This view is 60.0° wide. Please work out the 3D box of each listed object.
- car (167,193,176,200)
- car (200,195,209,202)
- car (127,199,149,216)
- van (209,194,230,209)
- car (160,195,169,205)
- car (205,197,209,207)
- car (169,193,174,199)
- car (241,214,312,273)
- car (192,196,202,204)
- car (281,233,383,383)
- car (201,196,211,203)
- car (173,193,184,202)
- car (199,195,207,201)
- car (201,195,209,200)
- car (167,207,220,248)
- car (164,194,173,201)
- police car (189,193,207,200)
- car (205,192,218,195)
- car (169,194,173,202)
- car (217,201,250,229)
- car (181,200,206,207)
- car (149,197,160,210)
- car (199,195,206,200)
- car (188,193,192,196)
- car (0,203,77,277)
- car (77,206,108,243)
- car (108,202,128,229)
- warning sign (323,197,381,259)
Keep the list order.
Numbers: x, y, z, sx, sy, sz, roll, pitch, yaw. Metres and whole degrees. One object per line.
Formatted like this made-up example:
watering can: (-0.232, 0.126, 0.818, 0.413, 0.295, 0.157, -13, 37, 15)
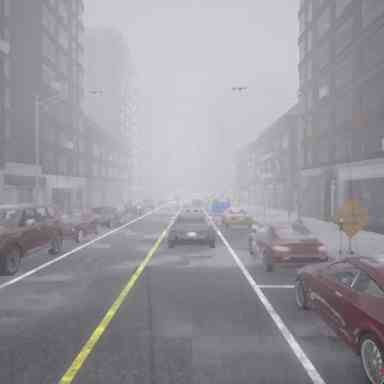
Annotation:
car: (-5.676, 1.302, 93.027, 2.192, 1.841, 5.009, -1, 0, 0)
car: (2.851, 1.522, 76.685, 1.752, 1.417, 4.829, -1, 0, 0)
car: (-5.676, 1.437, 32.441, 1.967, 1.590, 4.097, -1, 0, 0)
van: (2.848, 1.338, 32.465, 1.690, 1.788, 3.998, -1, 0, 0)
car: (-5.674, 1.582, 59.980, 1.802, 1.307, 4.206, -1, 0, 0)
car: (2.851, 1.548, 37.971, 2.008, 1.369, 4.403, -1, 0, 0)
car: (-5.673, 1.579, 76.503, 1.802, 1.307, 4.206, -1, 0, 0)
car: (2.851, 1.580, 10.440, 1.802, 1.307, 4.206, -1, 0, 0)
car: (0.900, 1.479, 63.663, 1.882, 1.535, 5.008, 0, 0, 0)
car: (2.851, 1.580, 4.934, 1.802, 1.307, 4.206, -1, 0, 0)
car: (2.851, 1.564, 71.008, 1.947, 1.339, 4.313, -1, 0, 0)
car: (-3.000, 1.219, 76.713, 2.150, 2.045, 5.566, 0, 0, 0)
car: (2.852, 1.557, 87.527, 1.947, 1.339, 4.313, -1, 0, 0)
car: (2.851, 1.550, 48.983, 2.008, 1.369, 4.403, -1, 0, 0)
car: (0.000, 1.571, 14.651, 1.994, 1.385, 4.181, 0, 0, 0)
car: (-5.675, 1.434, 82.011, 1.967, 1.590, 4.097, -1, 0, 0)
police car: (0.900, 1.425, 53.772, 1.930, 1.638, 5.238, 0, 0, 0)
car: (2.848, 1.315, 54.489, 2.192, 1.841, 5.009, -1, 0, 0)
car: (-5.674, 1.581, 70.995, 1.802, 1.307, 4.206, -1, 0, 0)
car: (2.850, 1.522, 21.623, 1.752, 1.417, 4.829, -1, 0, 0)
car: (0.000, 1.614, 29.682, 1.895, 1.301, 4.718, 0, 0, 0)
car: (-5.675, 1.564, 43.457, 1.947, 1.339, 4.313, -1, 0, 0)
car: (2.852, 1.553, 93.034, 1.947, 1.339, 4.313, -1, 0, 0)
car: (0.852, 1.377, 69.631, 2.097, 1.767, 4.553, 1, 0, 0)
car: (-5.677, 1.313, 10.411, 2.192, 1.841, 5.009, -1, 0, 0)
car: (-5.675, 1.542, 15.919, 1.887, 1.381, 4.507, -1, 0, 0)
car: (-5.675, 1.563, 21.426, 1.947, 1.339, 4.313, -1, 0, 0)
warning sign: (5.077, 1.113, 10.649, 1.300, 1.860, 1.060, 1, 1, 0)
